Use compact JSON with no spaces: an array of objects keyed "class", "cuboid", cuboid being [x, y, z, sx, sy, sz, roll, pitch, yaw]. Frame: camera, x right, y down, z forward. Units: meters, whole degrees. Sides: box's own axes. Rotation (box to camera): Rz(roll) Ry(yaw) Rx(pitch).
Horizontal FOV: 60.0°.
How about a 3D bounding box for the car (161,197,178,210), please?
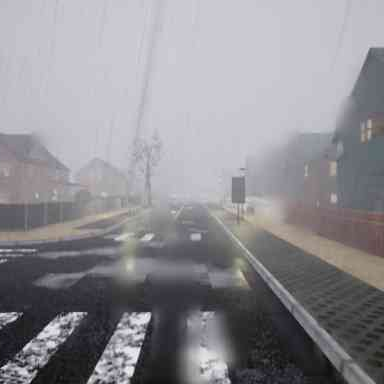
[{"class":"car","cuboid":[-2.769,1.361,42.148,2.033,1.411,5.357,0,0,0]}]
